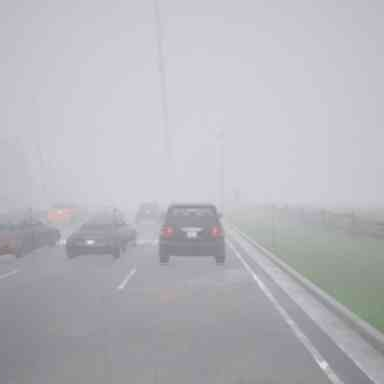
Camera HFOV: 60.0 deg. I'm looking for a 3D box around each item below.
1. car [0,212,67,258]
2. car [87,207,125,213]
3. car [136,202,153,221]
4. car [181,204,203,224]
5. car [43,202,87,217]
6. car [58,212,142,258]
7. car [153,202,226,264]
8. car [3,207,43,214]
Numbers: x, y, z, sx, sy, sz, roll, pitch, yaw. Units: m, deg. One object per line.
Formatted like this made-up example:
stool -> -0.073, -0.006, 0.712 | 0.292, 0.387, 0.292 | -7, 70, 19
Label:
car -> -6.978, 1.717, 13.442 | 1.994, 1.385, 4.181 | 0, -1, 0
car -> -6.981, 1.919, 28.226 | 1.895, 1.301, 4.718 | 0, -1, 0
car -> -3.478, 1.671, 28.400 | 2.097, 1.767, 4.553 | 0, -1, 0
car -> 0.026, 1.850, 28.867 | 1.812, 1.442, 4.674 | 0, 0, 1
car -> -10.478, 1.671, 28.401 | 2.097, 1.767, 4.553 | 0, -1, 0
car -> -3.483, 1.717, 13.464 | 1.994, 1.385, 4.181 | 0, -1, 1
car -> 0.010, 1.367, 12.555 | 2.150, 2.045, 5.566 | 0, 0, 0
car -> -13.982, 1.919, 28.221 | 1.895, 1.301, 4.718 | 0, -1, 0
